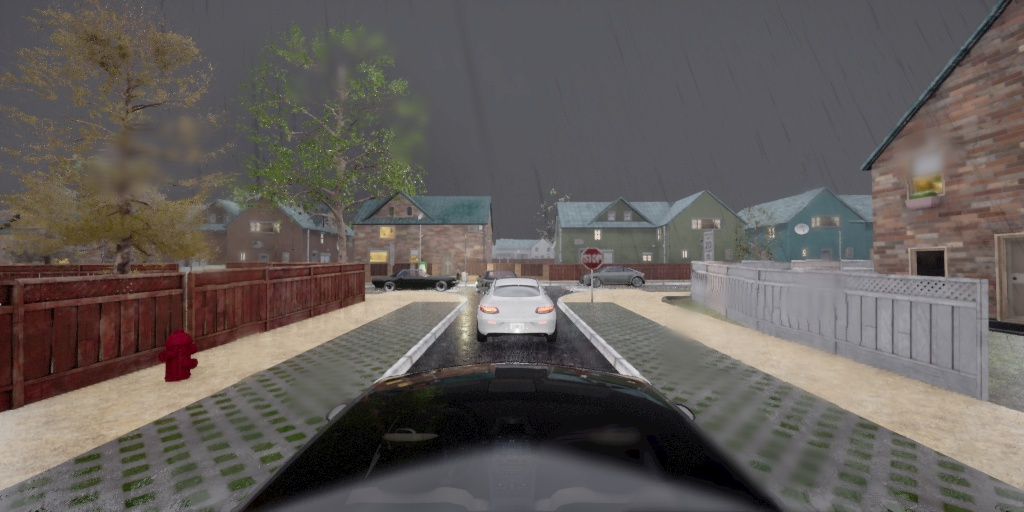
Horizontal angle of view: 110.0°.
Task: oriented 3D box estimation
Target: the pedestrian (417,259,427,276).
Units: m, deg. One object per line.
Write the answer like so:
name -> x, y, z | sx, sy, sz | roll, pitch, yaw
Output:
pedestrian -> -6.685, 1.118, 26.758 | 0.375, 1.860, 0.375 | 0, -1, 1

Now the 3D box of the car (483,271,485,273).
car -> -0.746, 1.366, 18.485 | 1.895, 1.301, 4.718 | 0, -1, -12

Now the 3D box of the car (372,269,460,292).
car -> -5.470, 1.416, 20.872 | 4.718, 1.301, 1.895 | -1, -1, 1

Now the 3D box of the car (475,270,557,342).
car -> 0.108, 1.279, 9.665 | 1.812, 1.442, 4.674 | 0, 0, 0

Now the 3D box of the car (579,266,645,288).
car -> 6.552, 1.344, 23.655 | 4.181, 1.385, 1.994 | 0, -1, 1
